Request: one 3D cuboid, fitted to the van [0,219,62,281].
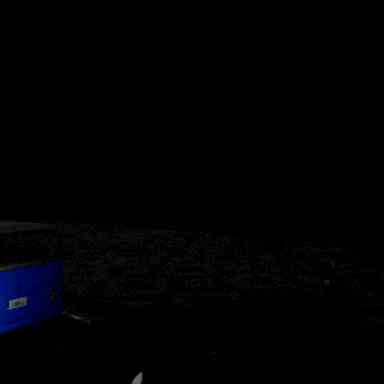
[{"bbox_3d":[-3.974,1.340,5.798,3.998,1.788,1.690,0,0,35],"label":"van"}]

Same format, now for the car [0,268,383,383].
[{"bbox_3d":[0.593,1.545,2.542,4.507,1.381,1.887,0,0,35],"label":"car"}]
